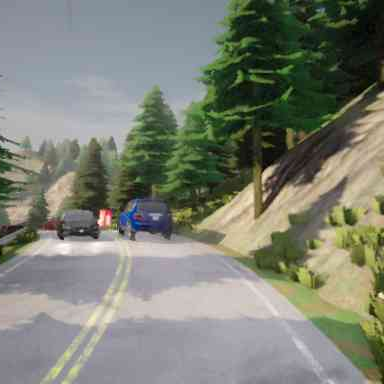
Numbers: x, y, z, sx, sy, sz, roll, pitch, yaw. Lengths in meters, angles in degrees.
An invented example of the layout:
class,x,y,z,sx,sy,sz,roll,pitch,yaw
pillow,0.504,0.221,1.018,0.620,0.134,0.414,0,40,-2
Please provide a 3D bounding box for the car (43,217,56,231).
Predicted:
class,x,y,z,sx,sy,sz,roll,pitch,yaw
car,-13.649,3.321,33.870,4.674,1.442,1.812,-9,-10,42

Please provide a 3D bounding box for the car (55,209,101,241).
class,x,y,z,sx,sy,sz,roll,pitch,yaw
car,-6.051,1.667,17.636,1.837,1.490,4.892,3,-3,-23

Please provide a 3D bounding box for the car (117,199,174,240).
class,x,y,z,sx,sy,sz,roll,pitch,yaw
car,-2.688,1.466,18.390,2.150,2.045,5.566,2,-3,-21
